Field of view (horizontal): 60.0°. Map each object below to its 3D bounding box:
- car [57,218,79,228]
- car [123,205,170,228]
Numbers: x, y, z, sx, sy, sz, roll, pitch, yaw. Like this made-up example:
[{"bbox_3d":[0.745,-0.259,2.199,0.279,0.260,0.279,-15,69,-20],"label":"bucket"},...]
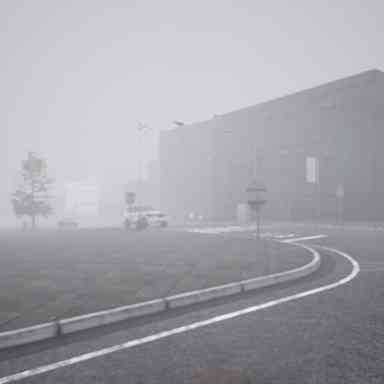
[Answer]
[{"bbox_3d":[-18.262,4.571,48.758,2.033,1.411,5.357,0,-5,-37],"label":"car"},{"bbox_3d":[-4.186,2.135,29.665,2.150,2.045,5.566,0,-5,-37],"label":"car"}]
